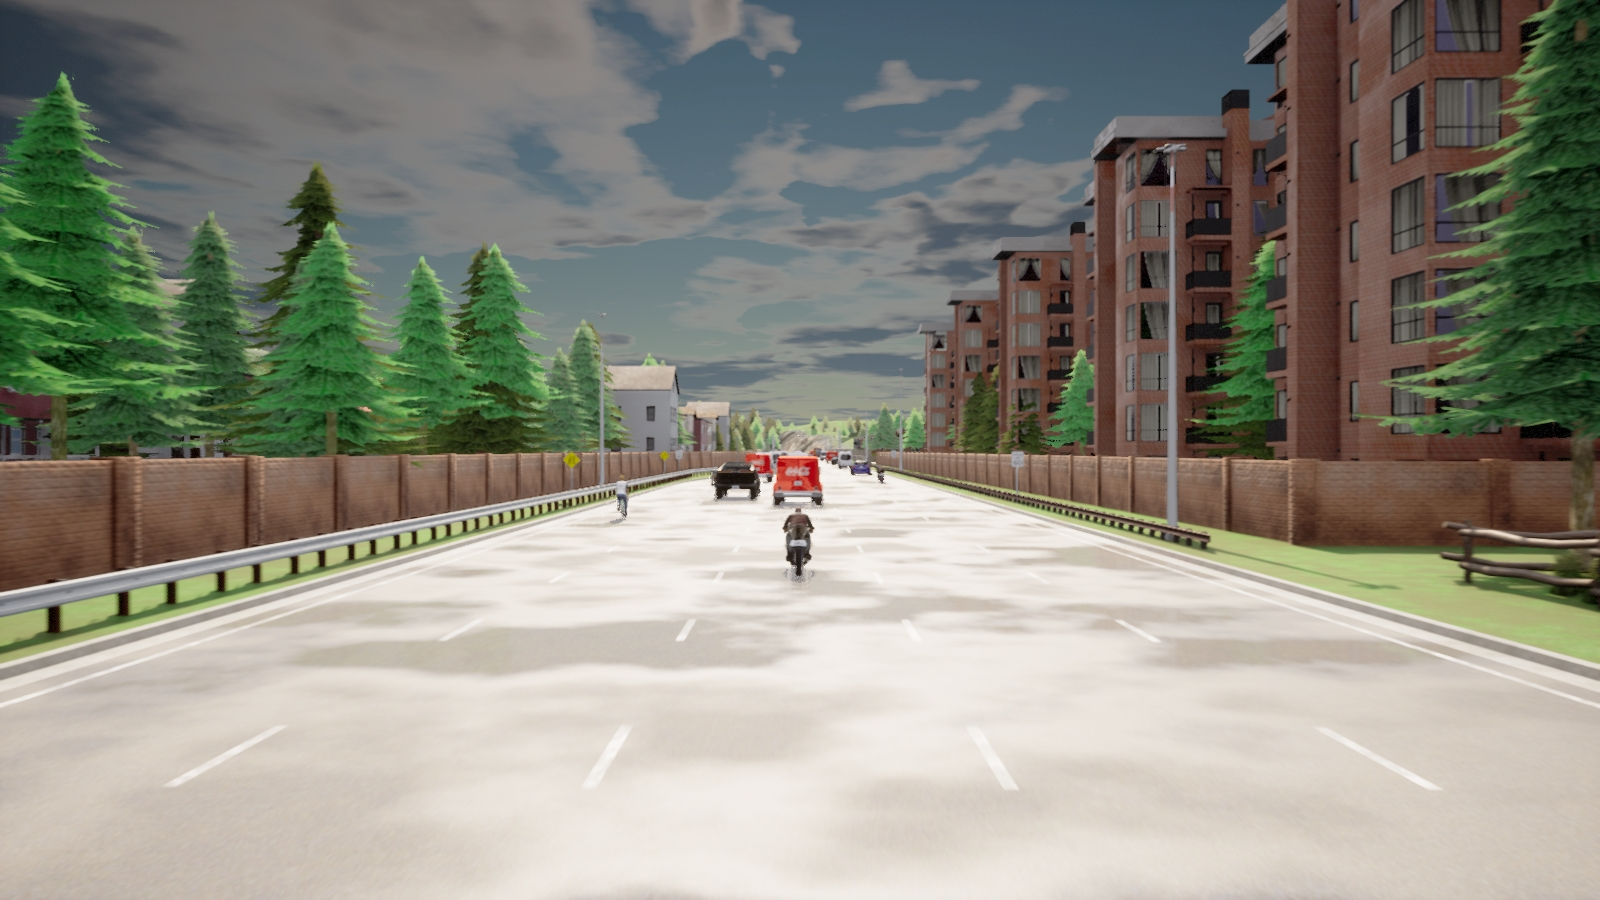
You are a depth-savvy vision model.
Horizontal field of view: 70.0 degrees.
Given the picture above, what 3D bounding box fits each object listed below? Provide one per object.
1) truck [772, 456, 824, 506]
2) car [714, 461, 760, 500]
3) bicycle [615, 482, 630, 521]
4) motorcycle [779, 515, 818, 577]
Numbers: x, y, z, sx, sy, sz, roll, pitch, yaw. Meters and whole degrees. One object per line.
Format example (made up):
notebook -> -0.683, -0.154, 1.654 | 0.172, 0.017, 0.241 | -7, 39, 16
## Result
truck -> -0.107, 1.568, 60.020 | 2.627, 2.467, 5.204 | 0, 0, 0
car -> -3.622, 1.753, 67.204 | 2.390, 2.098, 6.274 | 0, 0, 0
bicycle -> -7.081, 2.056, 45.587 | 0.373, 1.496, 1.643 | 0, 0, 0
motorcycle -> -0.038, 2.205, 26.492 | 0.867, 1.251, 2.209 | 0, 0, 0
